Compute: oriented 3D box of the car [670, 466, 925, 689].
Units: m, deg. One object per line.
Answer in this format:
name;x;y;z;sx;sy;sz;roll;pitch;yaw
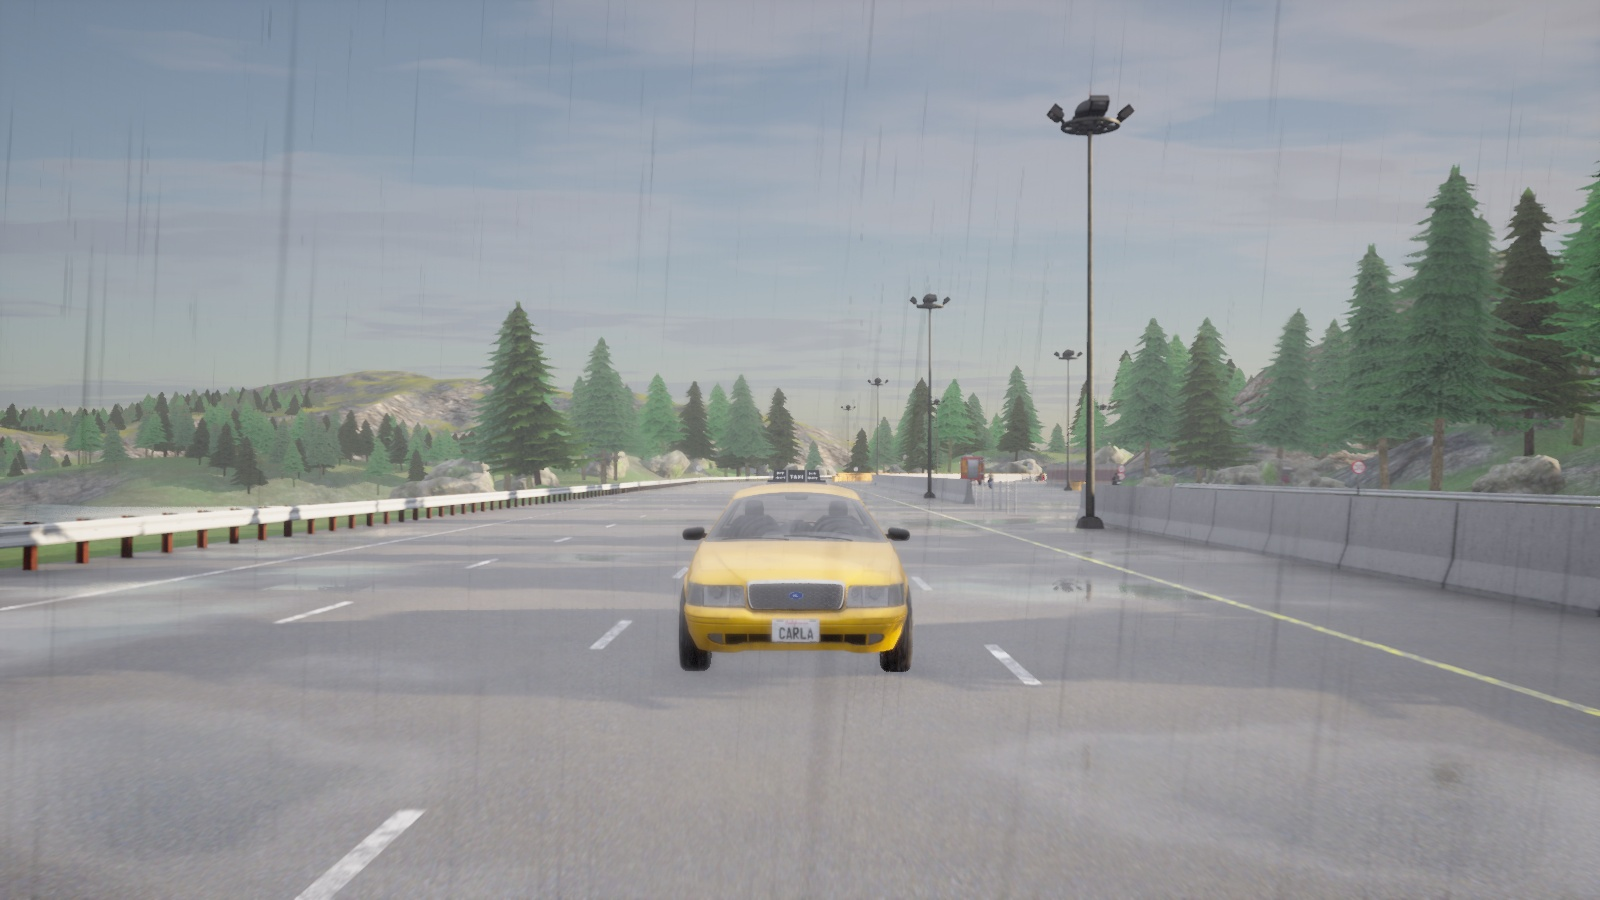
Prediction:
car;-0.027;0.948;11.596;1.801;1.575;5.366;0;-1;0
